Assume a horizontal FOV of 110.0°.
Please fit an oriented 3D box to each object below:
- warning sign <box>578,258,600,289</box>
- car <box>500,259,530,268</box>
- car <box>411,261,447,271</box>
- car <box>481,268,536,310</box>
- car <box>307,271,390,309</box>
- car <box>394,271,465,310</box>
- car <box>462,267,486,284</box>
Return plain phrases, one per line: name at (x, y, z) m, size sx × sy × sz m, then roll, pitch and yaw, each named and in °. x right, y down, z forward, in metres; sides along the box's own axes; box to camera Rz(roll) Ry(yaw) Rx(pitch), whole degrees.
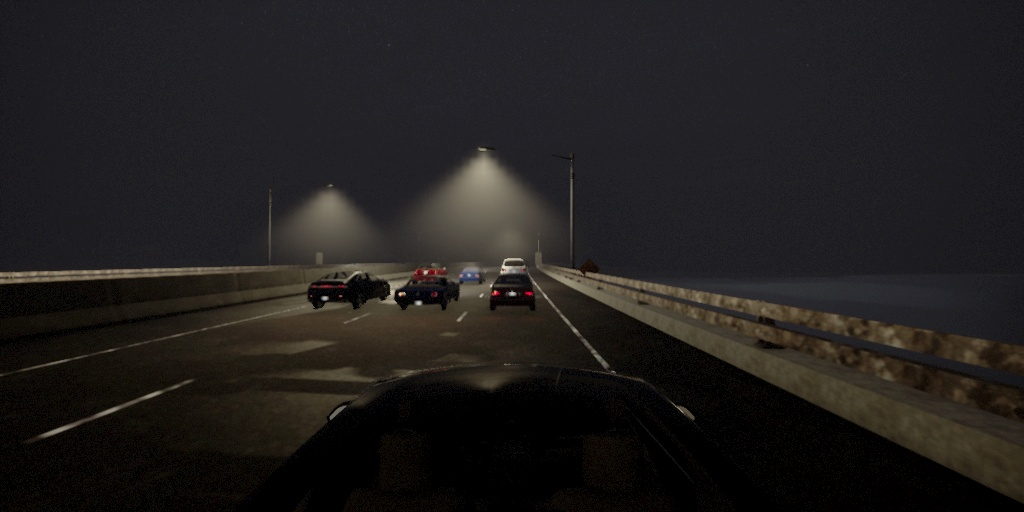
warning sign at (4.630, 1.066, 21.359) m, size 1.300 × 1.860 × 1.060 m, roll 0°, pitch 0°, yaw 1°
car at (0.194, 1.265, 30.385) m, size 2.150 × 2.045 × 5.566 m, roll 0°, pitch 0°, yaw 1°
car at (-6.804, 1.402, 30.554) m, size 2.097 × 1.767 × 4.553 m, roll 0°, pitch -1°, yaw 1°
car at (0.033, 1.437, 15.469) m, size 2.033 × 1.411 × 5.357 m, roll 0°, pitch -1°, yaw 0°
car at (-6.960, 1.387, 15.815) m, size 2.128 × 1.511 × 4.902 m, roll 0°, pitch 0°, yaw 1°
car at (-3.465, 1.492, 15.608) m, size 1.895 × 1.301 × 4.718 m, roll 0°, pitch -1°, yaw 1°
car at (-3.307, 1.597, 30.416) m, size 2.033 × 1.411 × 5.357 m, roll 0°, pitch -1°, yaw 1°
